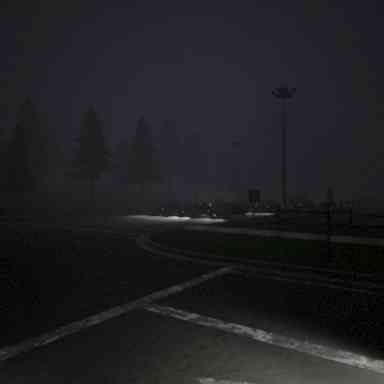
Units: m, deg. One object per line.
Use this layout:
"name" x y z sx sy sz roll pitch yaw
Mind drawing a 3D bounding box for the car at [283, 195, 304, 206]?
"car" 17.301 1.474 56.747 2.097 1.767 4.553 0 0 36

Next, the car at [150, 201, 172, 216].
"car" -2.363 1.669 34.955 1.812 1.442 4.674 0 0 35

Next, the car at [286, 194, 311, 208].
"car" 15.555 1.319 48.268 2.150 2.045 5.566 0 0 36

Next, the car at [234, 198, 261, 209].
"car" 8.549 1.635 50.489 2.128 1.511 4.902 0 0 35

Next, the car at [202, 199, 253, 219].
"car" 3.492 1.646 31.147 2.033 1.411 5.357 0 0 35

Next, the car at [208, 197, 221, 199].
"car" 2.687 1.496 42.172 2.097 1.767 4.553 0 0 35

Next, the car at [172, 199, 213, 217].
"car" 0.346 1.685 32.756 1.994 1.385 4.181 0 0 35

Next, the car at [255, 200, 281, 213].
"car" 8.963 1.625 38.918 1.812 1.442 4.674 0 0 35
